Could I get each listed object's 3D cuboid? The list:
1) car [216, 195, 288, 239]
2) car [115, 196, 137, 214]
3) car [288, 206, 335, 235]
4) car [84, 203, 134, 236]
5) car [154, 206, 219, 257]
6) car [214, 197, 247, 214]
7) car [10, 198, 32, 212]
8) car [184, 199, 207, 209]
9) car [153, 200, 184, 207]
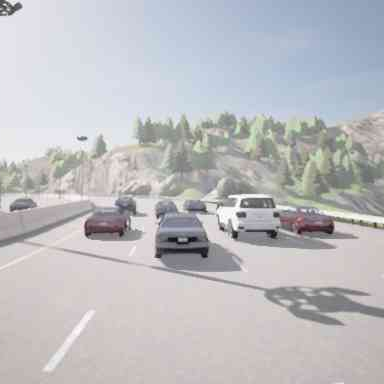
[{"bbox_3d":[2.702,1.146,17.016,2.150,2.045,5.566,0,0,-5],"label":"car"},{"bbox_3d":[-6.582,1.214,32.926,2.097,1.767,4.553,0,0,-10],"label":"car"},{"bbox_3d":[6.058,1.479,18.381,1.994,1.385,4.181,0,0,-5],"label":"car"},{"bbox_3d":[-4.432,1.489,17.893,1.994,1.385,4.181,0,0,-5],"label":"car"},{"bbox_3d":[-0.454,1.492,12.653,2.033,1.411,5.357,0,0,-4],"label":"car"},{"bbox_3d":[3.854,1.340,34.207,2.128,1.511,4.902,0,0,-10],"label":"car"},{"bbox_3d":[-18.001,1.364,35.633,1.837,1.490,4.892,0,0,-12],"label":"car"},{"bbox_3d":[0.226,1.413,34.618,1.994,1.385,4.181,0,0,-10],"label":"car"},{"bbox_3d":[-2.262,1.425,28.542,2.033,1.411,5.357,0,0,-9],"label":"car"}]
